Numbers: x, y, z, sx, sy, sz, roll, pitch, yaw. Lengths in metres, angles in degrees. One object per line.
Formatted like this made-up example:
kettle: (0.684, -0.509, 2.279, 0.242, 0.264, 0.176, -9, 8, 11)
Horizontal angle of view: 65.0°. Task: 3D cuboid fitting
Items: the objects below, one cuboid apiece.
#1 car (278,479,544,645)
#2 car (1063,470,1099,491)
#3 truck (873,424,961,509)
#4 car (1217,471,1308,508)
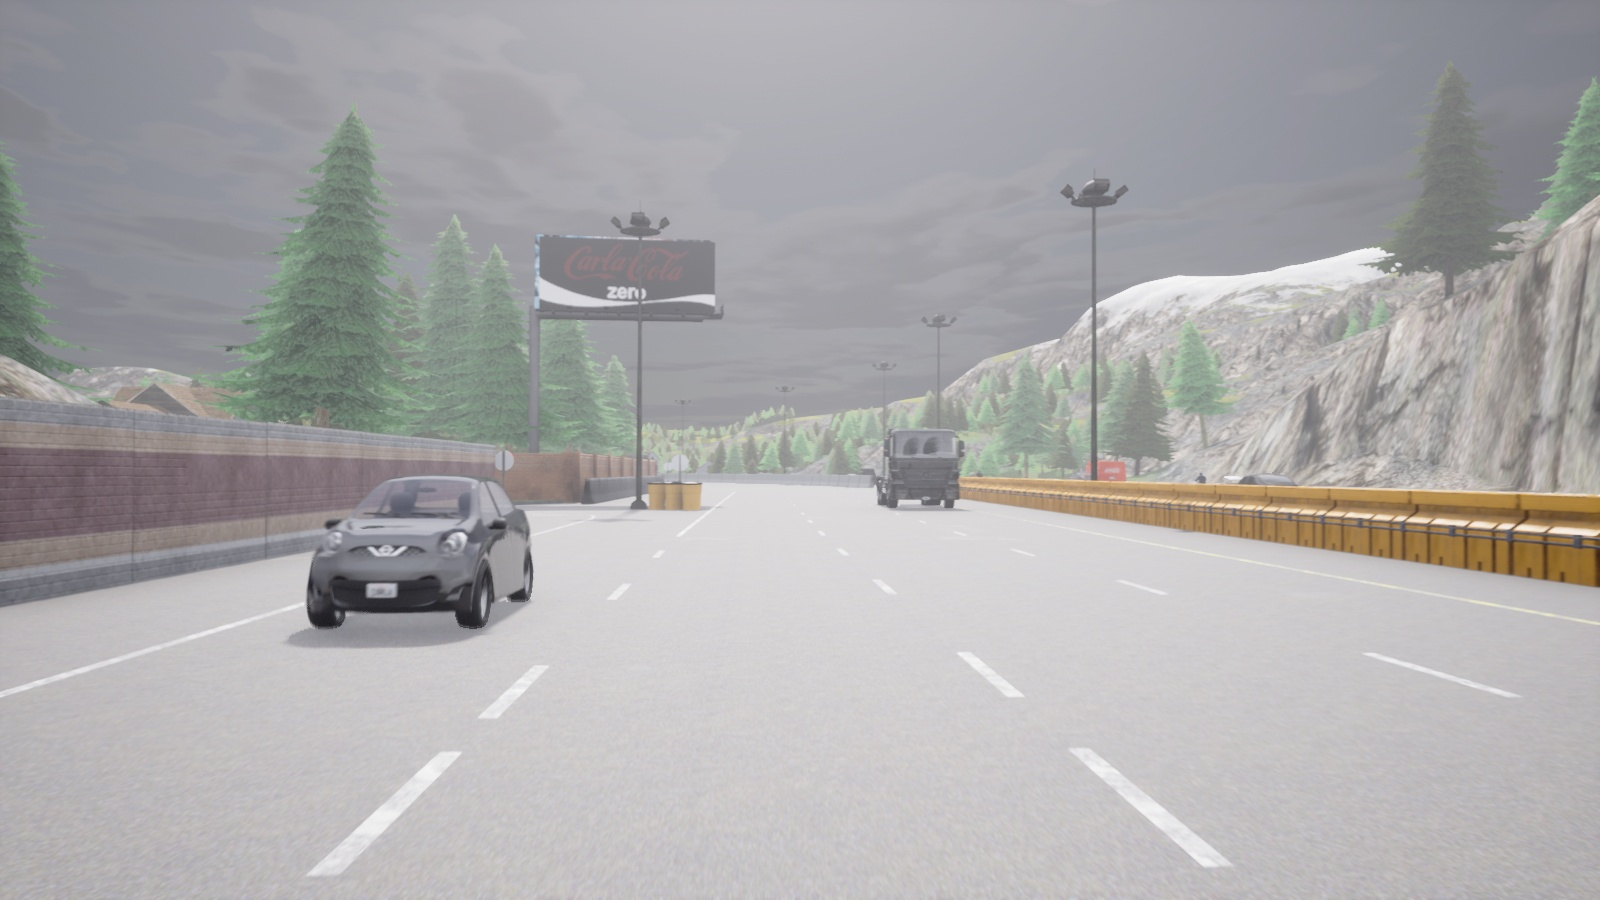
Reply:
car: (-3.948, 1.070, 13.392, 1.845, 1.501, 3.633, 0, -1, -2)
car: (21.358, 2.300, 95.667, 1.789, 1.549, 3.705, 0, -1, -2)
truck: (5.056, 0.741, 55.573, 2.891, 3.462, 7.936, 0, -1, -2)
car: (19.167, 1.611, 52.312, 1.837, 1.490, 4.892, 0, -1, -2)
